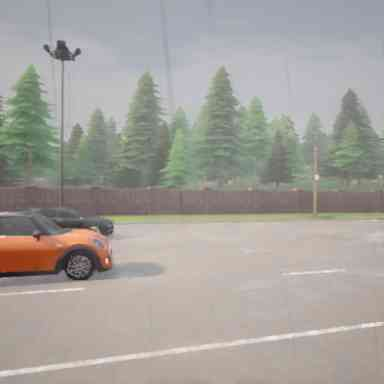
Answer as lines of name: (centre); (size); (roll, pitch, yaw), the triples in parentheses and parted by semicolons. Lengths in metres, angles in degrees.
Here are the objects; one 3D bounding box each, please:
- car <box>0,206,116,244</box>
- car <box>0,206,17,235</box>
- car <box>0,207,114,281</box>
car: (-6.161, 1.470, 15.613); (4.892, 1.490, 1.837); (0, 0, -17)
car: (-12.358, 1.464, 17.411); (5.357, 1.411, 2.033); (0, 0, -17)
car: (-4.426, 1.324, 8.825); (4.553, 1.767, 2.097); (0, 0, -17)
